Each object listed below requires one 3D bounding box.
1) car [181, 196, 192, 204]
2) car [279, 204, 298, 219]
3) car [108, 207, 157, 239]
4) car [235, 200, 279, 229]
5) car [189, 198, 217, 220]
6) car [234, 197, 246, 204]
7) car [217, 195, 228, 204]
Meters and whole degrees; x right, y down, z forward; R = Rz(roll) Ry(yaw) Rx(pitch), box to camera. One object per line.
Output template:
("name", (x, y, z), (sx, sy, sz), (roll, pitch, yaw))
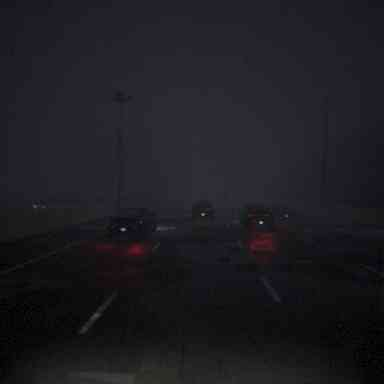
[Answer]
("car", (-1.120, 1.515, 65.289), (1.837, 1.490, 4.892), (1, 0, 2))
("car", (8.023, 1.720, 30.078), (1.895, 1.301, 4.718), (1, 0, 3))
("car", (-2.989, 1.492, 17.234), (1.812, 1.442, 4.674), (1, 0, 2))
("car", (4.217, 1.570, 22.217), (1.837, 1.490, 4.892), (1, 0, 2))
("car", (0.993, 1.529, 28.856), (1.837, 1.490, 4.892), (1, 0, 2))
("car", (9.371, 1.628, 64.837), (1.882, 1.535, 5.008), (1, 0, 2))
("car", (5.880, 1.455, 65.058), (2.097, 1.767, 4.553), (1, 0, 2))
